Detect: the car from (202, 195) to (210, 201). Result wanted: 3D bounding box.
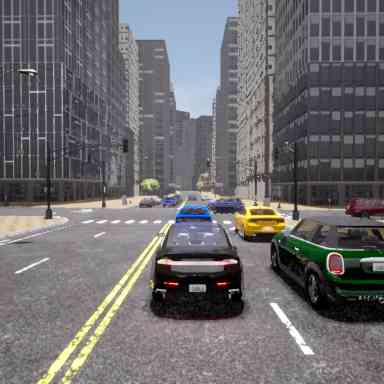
[{"bbox_3d":[3.330,1.513,80.644,1.895,1.301,4.718,0,0,0],"label":"car"}]

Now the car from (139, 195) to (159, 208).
[{"bbox_3d":[-6.537,1.513,49.082,2.033,1.411,5.357,0,0,0],"label":"car"}]

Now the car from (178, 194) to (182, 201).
[{"bbox_3d":[-3.268,1.519,58.256,1.994,1.385,4.181,0,0,1],"label":"car"}]

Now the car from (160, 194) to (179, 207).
[{"bbox_3d":[-3.292,1.491,49.511,1.812,1.442,4.674,0,0,0],"label":"car"}]

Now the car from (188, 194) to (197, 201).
[{"bbox_3d":[0.079,1.273,80.587,2.097,1.767,4.553,0,0,0],"label":"car"}]

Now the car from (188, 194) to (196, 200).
[{"bbox_3d":[0.089,1.267,90.620,2.128,1.511,4.902,0,0,0],"label":"car"}]

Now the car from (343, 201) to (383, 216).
[{"bbox_3d":[18.464,1.693,35.141,4.181,1.385,1.994,1,1,1],"label":"car"}]

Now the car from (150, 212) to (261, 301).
[{"bbox_3d":[0.106,1.488,8.310,2.128,1.511,4.902,0,0,0],"label":"car"}]

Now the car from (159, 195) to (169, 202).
[{"bbox_3d":[-6.425,1.482,77.969,1.994,1.385,4.181,0,0,0],"label":"car"}]

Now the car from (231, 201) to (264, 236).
[{"bbox_3d":[3.365,1.469,17.201,1.882,1.535,5.008,0,0,0],"label":"car"}]

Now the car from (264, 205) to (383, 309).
[{"bbox_3d":[3.357,1.348,8.022,2.097,1.767,4.553,0,0,0],"label":"car"}]

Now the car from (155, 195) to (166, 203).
[{"bbox_3d":[-6.442,1.448,67.990,1.837,1.490,4.892,0,0,0],"label":"car"}]

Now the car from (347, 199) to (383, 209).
[{"bbox_3d":[16.229,1.519,29.396,5.009,1.841,2.192,1,0,1],"label":"car"}]

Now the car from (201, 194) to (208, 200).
[{"bbox_3d":[3.339,1.337,90.646,1.895,1.301,4.718,0,0,0],"label":"car"}]

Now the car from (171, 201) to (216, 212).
[{"bbox_3d":[0.120,1.468,17.815,1.882,1.535,5.008,0,0,1],"label":"car"}]

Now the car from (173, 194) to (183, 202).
[{"bbox_3d":[-3.175,1.286,77.134,2.097,1.767,4.553,0,0,0],"label":"car"}]

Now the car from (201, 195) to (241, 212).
[{"bbox_3d":[3.340,1.348,35.397,4.553,1.767,2.097,0,1,1],"label":"car"}]

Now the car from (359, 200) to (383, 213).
[{"bbox_3d":[21.846,1.643,37.677,4.829,1.417,1.752,1,0,1],"label":"car"}]
